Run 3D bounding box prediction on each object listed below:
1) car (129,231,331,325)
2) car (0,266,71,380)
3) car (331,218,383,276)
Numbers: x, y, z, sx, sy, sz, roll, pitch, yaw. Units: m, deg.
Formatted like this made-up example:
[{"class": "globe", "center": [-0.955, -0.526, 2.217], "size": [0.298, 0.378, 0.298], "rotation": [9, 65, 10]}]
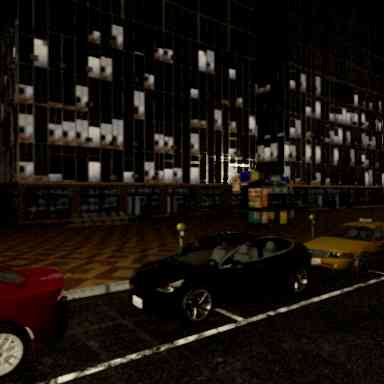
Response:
[{"class": "car", "center": [0.810, 1.565, 7.143], "size": [4.313, 1.339, 1.947], "rotation": [0, 0, -36]}, {"class": "car", "center": [-3.802, 1.545, 3.850], "size": [4.507, 1.381, 1.887], "rotation": [0, 0, -36]}, {"class": "car", "center": [5.285, 1.523, 10.338], "size": [4.829, 1.417, 1.752], "rotation": [0, 0, -36]}]
